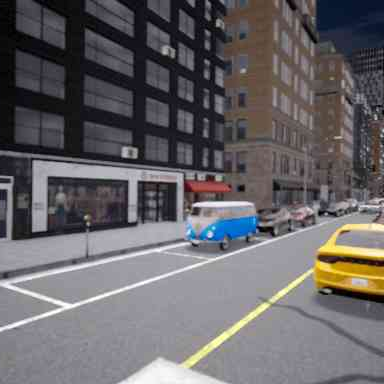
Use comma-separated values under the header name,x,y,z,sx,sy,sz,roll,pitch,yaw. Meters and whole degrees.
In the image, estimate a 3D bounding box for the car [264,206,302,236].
name,x,y,z,sx,sy,sz,roll,pitch,yaw
car,4.349,1.560,18.466,1.947,1.339,4.313,1,0,34

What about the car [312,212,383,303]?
name,x,y,z,sx,sy,sz,roll,pitch,yaw
car,4.446,1.516,8.178,1.882,1.535,5.008,1,0,34

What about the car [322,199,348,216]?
name,x,y,z,sx,sy,sz,roll,pitch,yaw
car,13.475,1.657,32.217,1.947,1.339,4.313,1,0,34

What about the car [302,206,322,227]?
name,x,y,z,sx,sy,sz,roll,pitch,yaw
car,7.391,1.608,23.050,1.802,1.307,4.206,1,0,34

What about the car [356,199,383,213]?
name,x,y,z,sx,sy,sz,roll,pitch,yaw
car,20.408,1.786,37.894,1.895,1.301,4.718,1,0,34

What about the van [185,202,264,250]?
name,x,y,z,sx,sy,sz,roll,pitch,yaw
van,1.310,1.304,13.882,1.690,1.788,3.998,1,0,34

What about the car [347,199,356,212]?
name,x,y,z,sx,sy,sz,roll,pitch,yaw
car,16.517,1.706,36.801,1.802,1.307,4.206,1,0,34

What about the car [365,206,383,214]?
name,x,y,z,sx,sy,sz,roll,pitch,yaw
car,10.678,1.667,17.573,1.994,1.385,4.181,1,0,34
